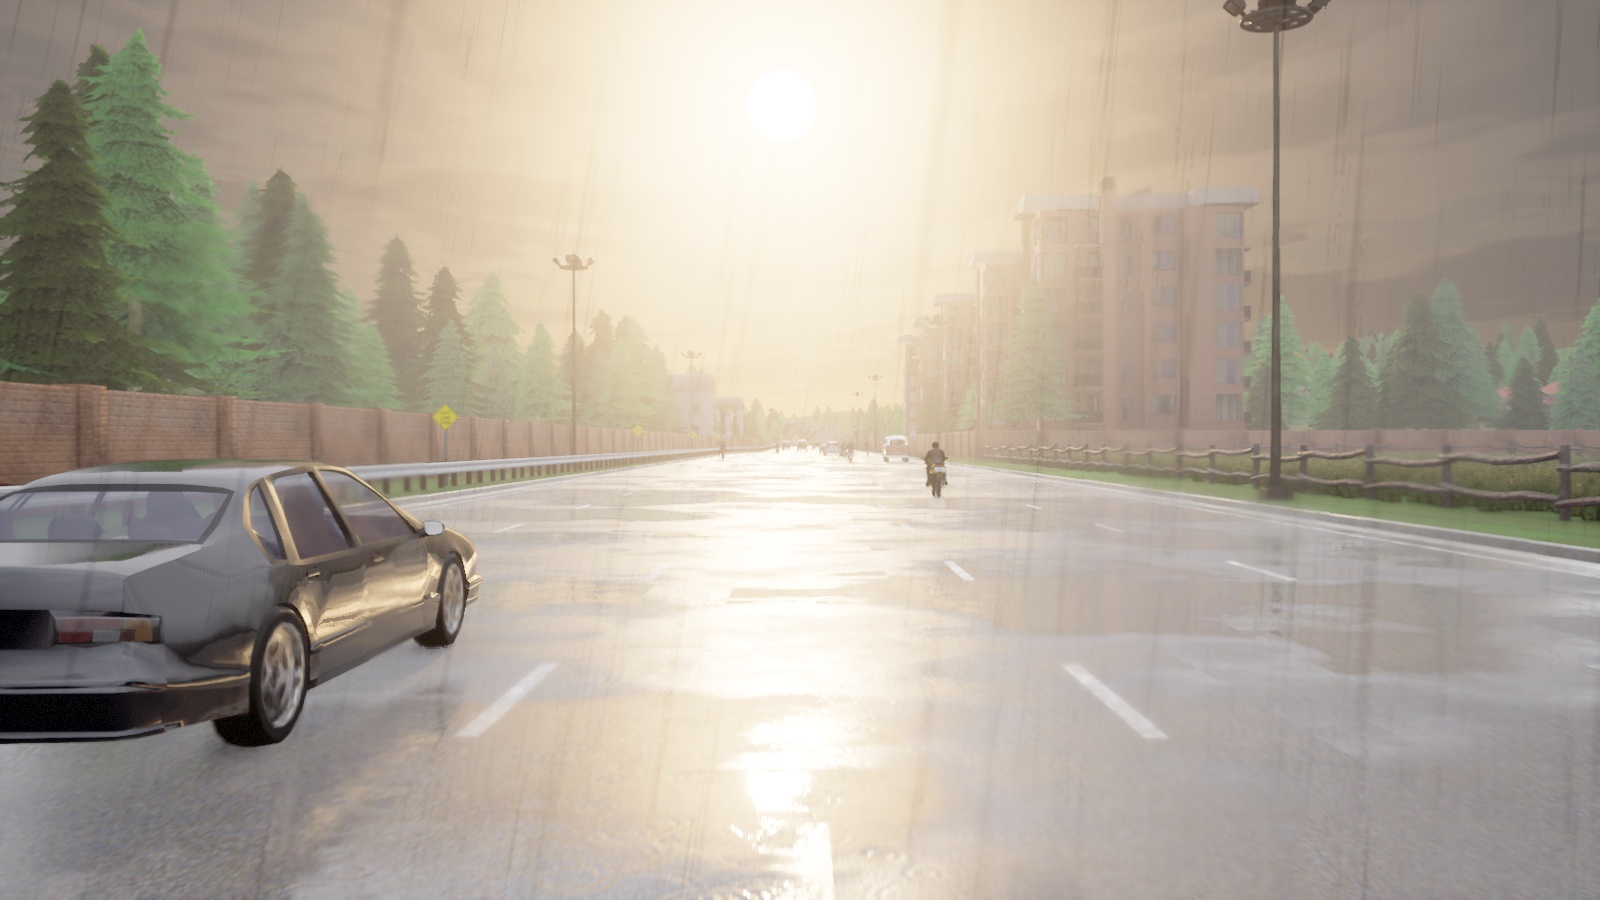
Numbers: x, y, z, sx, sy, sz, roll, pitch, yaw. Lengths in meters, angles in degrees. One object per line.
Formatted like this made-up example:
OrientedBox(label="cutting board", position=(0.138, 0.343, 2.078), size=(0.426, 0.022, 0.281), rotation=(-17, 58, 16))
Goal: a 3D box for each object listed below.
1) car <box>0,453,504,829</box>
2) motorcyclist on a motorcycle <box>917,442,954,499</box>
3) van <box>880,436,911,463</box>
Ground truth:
OrientedBox(label="car", position=(-3.442, 0.749, 7.558), size=(2.033, 1.411, 5.357), rotation=(0, 0, 0))
OrientedBox(label="motorcyclist on a motorcycle", position=(3.712, 0.537, 34.475), size=(0.797, 1.523, 2.044), rotation=(0, 0, 0))
OrientedBox(label="van", position=(7.386, -0.073, 97.342), size=(2.069, 2.038, 4.480), rotation=(0, 0, 0))
